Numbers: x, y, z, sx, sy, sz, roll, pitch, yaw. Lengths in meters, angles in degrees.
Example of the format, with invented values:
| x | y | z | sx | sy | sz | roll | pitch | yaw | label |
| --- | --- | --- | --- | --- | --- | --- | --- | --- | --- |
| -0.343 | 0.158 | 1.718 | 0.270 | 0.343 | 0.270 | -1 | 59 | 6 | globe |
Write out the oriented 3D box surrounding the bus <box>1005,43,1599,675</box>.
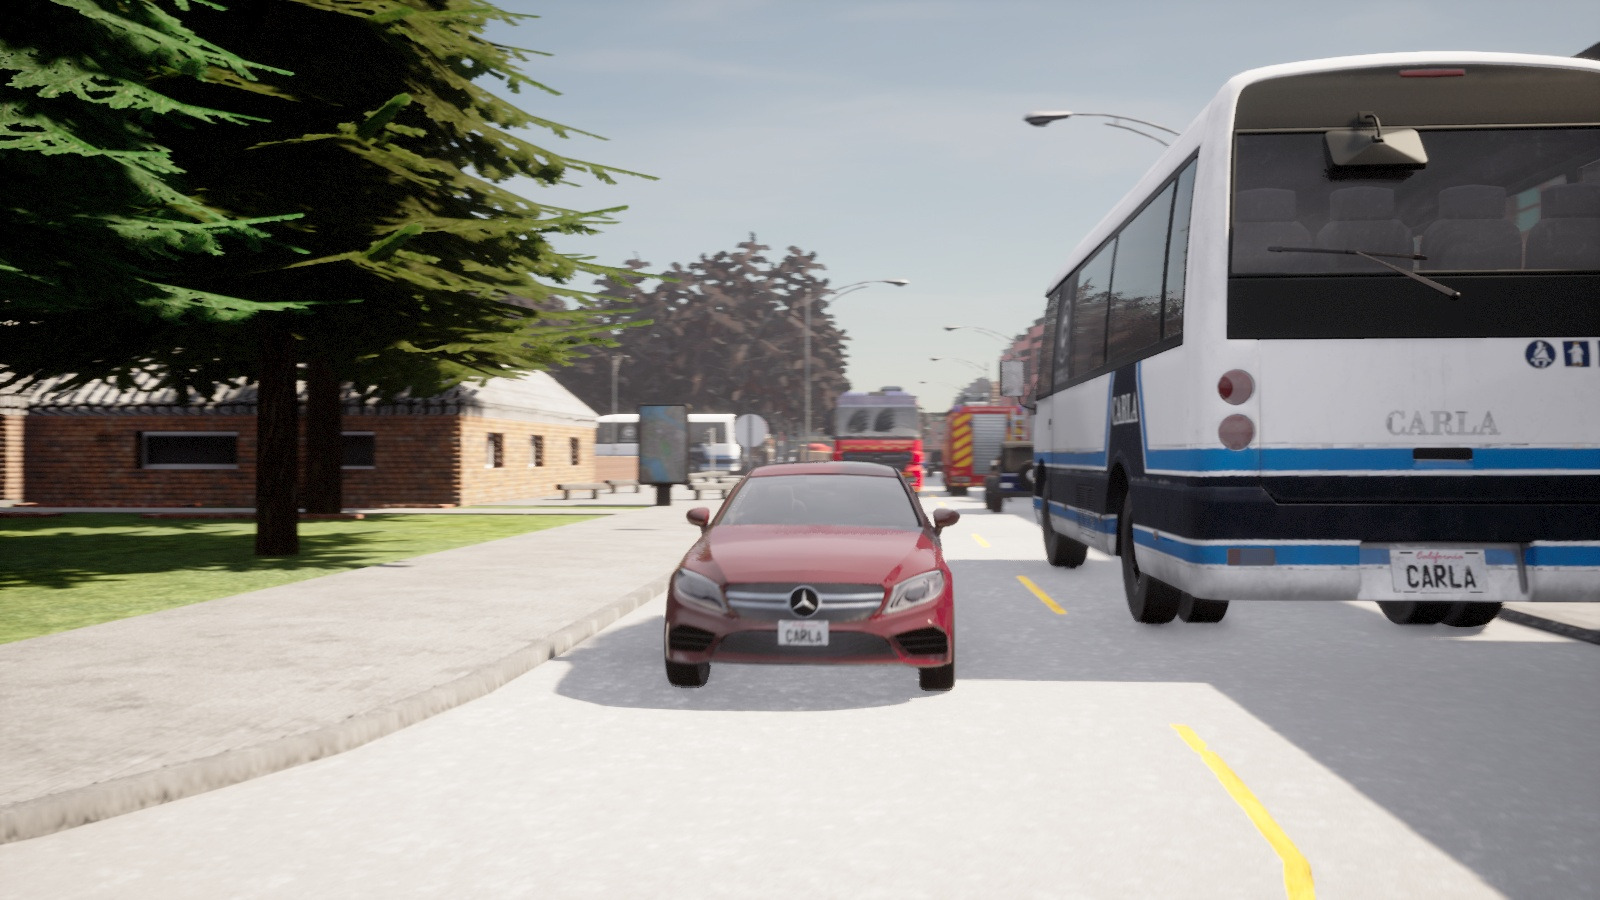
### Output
| x | y | z | sx | sy | sz | roll | pitch | yaw | label |
| --- | --- | --- | --- | --- | --- | --- | --- | --- | --- |
| 4.665 | -0.583 | 13.656 | 3.944 | 4.253 | 10.273 | 0 | 0 | 5 | bus |

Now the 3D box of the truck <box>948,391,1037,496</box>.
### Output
| x | y | z | sx | sy | sz | roll | pitch | yaw | label |
| --- | --- | --- | --- | --- | --- | --- | --- | --- | --- |
| 7.513 | -0.206 | 50.012 | 2.891 | 3.827 | 8.468 | 0 | 0 | 5 | truck |

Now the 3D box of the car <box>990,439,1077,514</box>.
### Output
| x | y | z | sx | sy | sz | roll | pitch | yaw | label |
| --- | --- | --- | --- | --- | --- | --- | --- | --- | --- |
| 6.188 | 0.680 | 33.702 | 1.905 | 1.878 | 3.866 | 0 | 0 | 5 | car |

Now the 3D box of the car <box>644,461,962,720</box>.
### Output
| x | y | z | sx | sy | sz | roll | pitch | yaw | label |
| --- | --- | --- | --- | --- | --- | --- | --- | --- | --- |
| 0.199 | 0.815 | 9.484 | 1.812 | 1.442 | 4.674 | 0 | 0 | 5 | car |

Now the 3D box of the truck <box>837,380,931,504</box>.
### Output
| x | y | z | sx | sy | sz | roll | pitch | yaw | label |
| --- | --- | --- | --- | --- | --- | --- | --- | --- | --- |
| 2.935 | -0.222 | 43.069 | 2.891 | 3.827 | 8.468 | 0 | 0 | 5 | truck |

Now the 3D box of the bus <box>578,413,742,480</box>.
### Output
| x | y | z | sx | sy | sz | roll | pitch | yaw | label |
| --- | --- | --- | --- | --- | --- | --- | --- | --- | --- |
| -9.114 | -0.194 | 82.792 | 10.273 | 4.253 | 3.944 | 0 | 0 | 3 | bus |

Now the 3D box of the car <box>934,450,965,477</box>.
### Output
| x | y | z | sx | sy | sz | roll | pitch | yaw | label |
| --- | --- | --- | --- | --- | --- | --- | --- | --- | --- |
| 10.405 | 0.925 | 87.424 | 1.905 | 1.878 | 3.866 | 0 | 0 | 10 | car |
